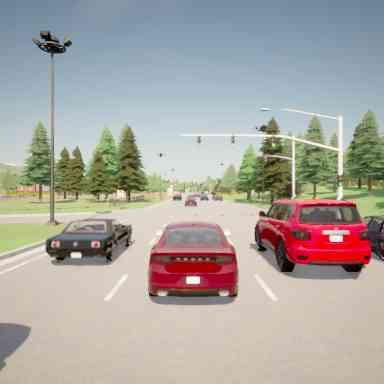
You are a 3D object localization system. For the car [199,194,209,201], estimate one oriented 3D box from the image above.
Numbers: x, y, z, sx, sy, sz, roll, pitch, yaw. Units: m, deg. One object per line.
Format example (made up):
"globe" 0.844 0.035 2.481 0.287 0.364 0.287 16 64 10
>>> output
"car" 3.208 1.516 84.272 1.812 1.442 4.674 0 0 0

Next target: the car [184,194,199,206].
"car" -0.184 1.525 53.230 1.812 1.442 4.674 0 0 0

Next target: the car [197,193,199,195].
"car" 3.173 1.357 94.275 2.128 1.511 4.902 0 0 0

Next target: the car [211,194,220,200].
"car" 6.673 1.372 94.287 2.033 1.411 5.357 0 0 0

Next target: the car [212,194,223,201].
"car" 6.709 1.517 83.867 2.128 1.511 4.902 0 0 0

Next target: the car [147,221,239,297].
"car" 0.033 1.478 8.628 1.882 1.535 5.008 0 0 0

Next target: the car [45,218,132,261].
"car" -3.458 1.601 12.183 1.895 1.301 4.718 0 0 0

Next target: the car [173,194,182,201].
"car" -3.791 1.469 83.831 1.882 1.535 5.008 0 0 0

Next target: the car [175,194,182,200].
"car" -3.827 1.310 94.250 1.882 1.535 5.008 0 0 0

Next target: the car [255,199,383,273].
"car" 3.537 1.223 10.804 2.150 2.045 5.566 0 0 0
